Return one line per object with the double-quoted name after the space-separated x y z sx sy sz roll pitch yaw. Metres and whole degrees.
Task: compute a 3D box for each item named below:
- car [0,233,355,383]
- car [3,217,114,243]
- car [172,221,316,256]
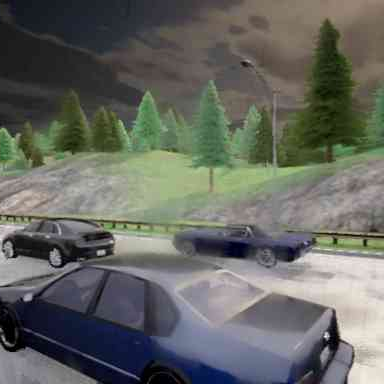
-0.799 1.589 4.566 5.357 1.411 2.033 -1 -1 35 "car"
-4.778 1.645 11.697 4.892 1.490 1.837 0 0 35 "car"
1.610 1.668 11.445 4.718 1.301 1.895 -1 -1 35 "car"
